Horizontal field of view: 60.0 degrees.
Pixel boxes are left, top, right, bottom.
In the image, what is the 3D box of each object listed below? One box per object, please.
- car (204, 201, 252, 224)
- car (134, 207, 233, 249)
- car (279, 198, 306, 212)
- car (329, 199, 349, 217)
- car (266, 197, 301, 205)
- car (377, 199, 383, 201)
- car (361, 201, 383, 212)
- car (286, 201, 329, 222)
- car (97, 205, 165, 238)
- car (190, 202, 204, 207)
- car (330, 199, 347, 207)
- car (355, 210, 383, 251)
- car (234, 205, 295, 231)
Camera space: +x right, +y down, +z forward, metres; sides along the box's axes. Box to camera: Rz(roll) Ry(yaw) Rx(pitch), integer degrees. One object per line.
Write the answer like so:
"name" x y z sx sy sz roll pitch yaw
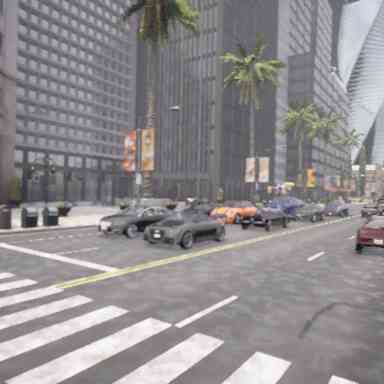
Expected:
"car" 3.285 1.461 25.679 2.097 1.767 4.553 1 0 35
"car" -0.224 1.573 14.776 1.994 1.385 4.181 1 0 36
"car" 13.828 1.752 45.604 2.185 1.767 4.553 1 0 35
"car" 16.262 1.804 37.731 2.097 1.767 4.553 1 0 36
"car" 9.357 1.494 34.133 2.150 2.045 5.566 1 0 36
"car" 27.824 1.979 47.816 2.150 2.045 5.566 1 0 36
"car" 19.775 2.031 36.364 2.128 1.511 4.902 1 0 35
"car" 10.348 1.798 29.529 1.837 1.490 4.892 1 0 36
"car" -2.651 1.441 17.396 2.128 1.511 4.902 1 0 36
"car" 1.005 1.566 27.813 2.161 1.482 4.786 1 0 35
"car" 30.668 2.332 69.667 2.231 1.521 4.892 1 0 35
"car" 8.398 1.754 14.459 1.812 1.442 4.674 1 0 36
"car" 4.907 1.748 21.949 1.895 1.301 4.718 1 0 35
